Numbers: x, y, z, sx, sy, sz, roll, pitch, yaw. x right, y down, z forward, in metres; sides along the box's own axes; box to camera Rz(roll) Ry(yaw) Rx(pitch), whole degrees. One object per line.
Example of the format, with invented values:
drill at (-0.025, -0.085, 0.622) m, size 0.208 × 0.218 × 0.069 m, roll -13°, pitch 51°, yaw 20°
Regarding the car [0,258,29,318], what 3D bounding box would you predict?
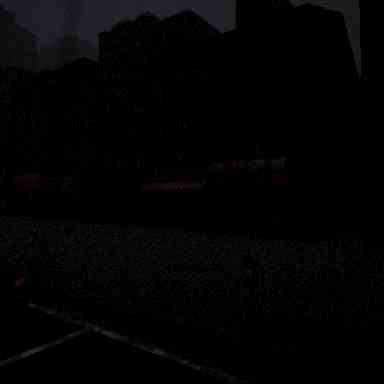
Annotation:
car at (-4.642, 1.587, 6.140) m, size 4.206 × 1.307 × 1.802 m, roll 0°, pitch -1°, yaw 36°
